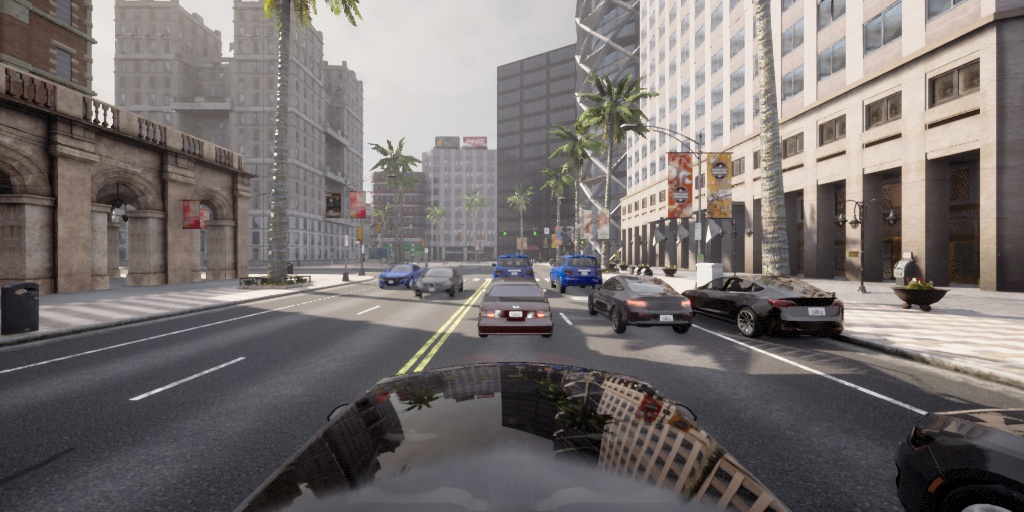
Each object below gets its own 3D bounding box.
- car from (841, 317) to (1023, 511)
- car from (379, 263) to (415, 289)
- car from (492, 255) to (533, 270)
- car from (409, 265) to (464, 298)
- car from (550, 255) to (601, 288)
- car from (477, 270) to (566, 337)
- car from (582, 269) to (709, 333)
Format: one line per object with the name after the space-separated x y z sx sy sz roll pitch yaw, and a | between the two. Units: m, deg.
3.601 1.255 0.445 1.837 1.490 4.892 0 0 0 | car
-7.091 1.248 23.475 1.882 1.535 5.008 0 0 0 | car
0.044 0.972 20.454 2.150 2.045 5.566 0 0 -2 | car
-3.618 1.275 18.567 1.812 1.442 4.674 0 0 0 | car
3.543 0.972 20.589 2.150 2.045 5.566 0 0 -2 | car
0.068 1.297 10.229 2.033 1.411 5.357 0 0 0 | car
3.562 1.276 10.620 1.812 1.442 4.674 0 0 -1 | car
